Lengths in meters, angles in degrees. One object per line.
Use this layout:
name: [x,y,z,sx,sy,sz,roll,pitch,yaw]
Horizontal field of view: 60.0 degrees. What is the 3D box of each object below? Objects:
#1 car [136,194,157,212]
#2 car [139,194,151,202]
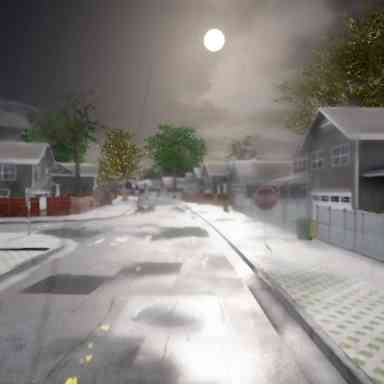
car: [-4.800,1.302,35.239,2.128,1.511,4.902,0,1,-6]
car: [-8.522,1.056,60.133,1.837,1.490,4.892,0,0,-11]
